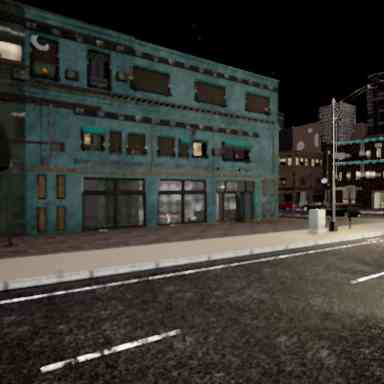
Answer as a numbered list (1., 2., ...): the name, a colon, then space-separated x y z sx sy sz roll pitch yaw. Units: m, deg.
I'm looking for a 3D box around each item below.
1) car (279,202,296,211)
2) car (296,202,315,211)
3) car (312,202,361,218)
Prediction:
1. car: 14.340 2.148 51.292 1.802 1.307 4.206 -1 0 -35
2. car: 17.544 2.053 46.778 2.008 1.369 4.403 -1 0 -35
3. car: 15.440 2.007 35.053 1.947 1.339 4.313 -1 0 -35
